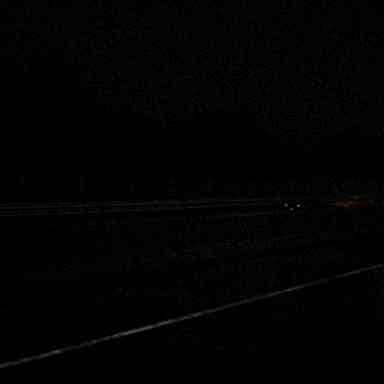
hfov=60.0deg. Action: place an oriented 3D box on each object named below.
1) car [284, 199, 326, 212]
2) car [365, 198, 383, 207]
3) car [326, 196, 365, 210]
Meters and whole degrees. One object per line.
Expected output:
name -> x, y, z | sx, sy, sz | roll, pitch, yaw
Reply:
car -> 11.409, 1.337, 33.170 | 4.718, 1.301, 1.895 | -1, 1, -34
car -> 17.364, 1.226, 28.741 | 4.674, 1.442, 1.812 | -1, 1, -34
car -> 15.260, 1.178, 31.543 | 5.008, 1.535, 1.882 | -1, 1, -34
